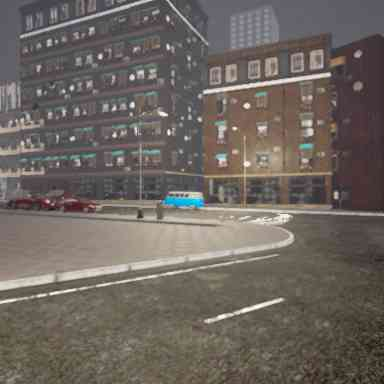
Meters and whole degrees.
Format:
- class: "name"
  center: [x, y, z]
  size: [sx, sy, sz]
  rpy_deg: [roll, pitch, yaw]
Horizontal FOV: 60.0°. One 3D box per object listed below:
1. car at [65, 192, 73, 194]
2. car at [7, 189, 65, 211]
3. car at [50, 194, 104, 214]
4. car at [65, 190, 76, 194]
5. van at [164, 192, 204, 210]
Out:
- class: "car"
  center: [-15.061, 0.944, 33.441]
  size: [5.357, 1.411, 2.033]
  rpy_deg: [1, 1, 24]
- class: "car"
  center: [-14.590, 0.759, 30.403]
  size: [5.009, 1.841, 2.192]
  rpy_deg: [1, 0, 24]
- class: "car"
  center: [-9.460, 1.106, 28.087]
  size: [4.206, 1.307, 1.802]
  rpy_deg: [1, 0, 24]
- class: "car"
  center: [-16.186, 0.604, 40.315]
  size: [5.009, 1.841, 2.192]
  rpy_deg: [1, 0, 24]
- class: "van"
  center: [-0.784, 0.870, 33.371]
  size: [3.998, 1.788, 1.690]
  rpy_deg: [1, 0, 24]
